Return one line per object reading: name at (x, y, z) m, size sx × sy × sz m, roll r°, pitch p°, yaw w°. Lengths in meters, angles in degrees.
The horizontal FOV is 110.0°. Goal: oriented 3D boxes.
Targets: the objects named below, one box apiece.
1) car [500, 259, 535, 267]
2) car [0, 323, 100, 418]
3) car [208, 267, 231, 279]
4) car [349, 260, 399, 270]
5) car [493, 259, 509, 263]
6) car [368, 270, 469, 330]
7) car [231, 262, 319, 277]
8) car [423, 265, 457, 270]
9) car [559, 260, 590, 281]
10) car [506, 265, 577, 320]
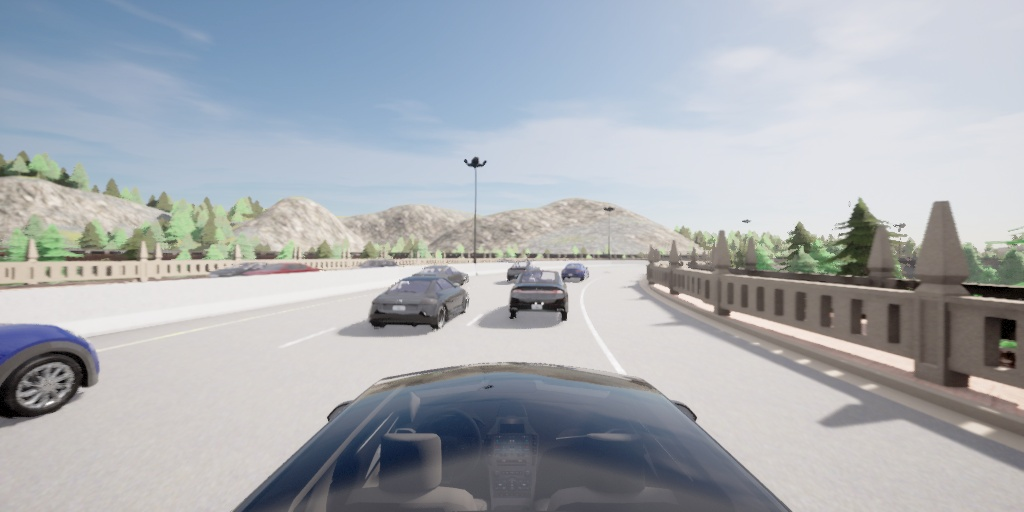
car at (1.038, 1.258, 28.291) m, size 2.128 × 1.511 × 4.902 m, roll 0°, pitch 0°, yaw 18°
car at (-6.748, 1.072, 3.015) m, size 2.097 × 1.767 × 4.553 m, roll 0°, pitch 0°, yaw 0°
car at (-18.207, 1.169, 24.886) m, size 2.128 × 1.511 × 4.902 m, roll 0°, pitch 0°, yaw 14°
car at (-10.415, 1.066, 27.194) m, size 2.097 × 1.767 × 4.553 m, roll 0°, pitch 0°, yaw 16°
car at (-1.517, 1.260, 62.495) m, size 2.128 × 1.511 × 4.902 m, roll 0°, pitch 0°, yaw 35°
car at (-2.673, 1.306, 11.161) m, size 1.994 × 1.385 × 4.181 m, roll 0°, pitch 0°, yaw 6°
car at (-14.960, 1.169, 23.416) m, size 1.882 × 1.535 × 5.008 m, roll 0°, pitch 0°, yaw 13°
car at (-4.360, 1.287, 22.185) m, size 2.033 × 1.411 × 5.357 m, roll 0°, pitch 0°, yaw 13°
car at (5.359, 1.312, 30.233) m, size 1.812 × 1.442 × 4.674 m, roll 0°, pitch 0°, yaw 19°
car at (1.033, 1.251, 12.693) m, size 2.128 × 1.511 × 4.902 m, roll 0°, pitch 0°, yaw 7°
